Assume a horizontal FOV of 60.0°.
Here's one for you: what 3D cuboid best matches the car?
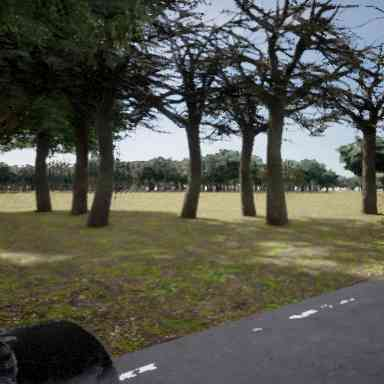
[{"bbox_3d":[-2.691,1.479,1.155,5.008,1.535,1.882,0,0,-35],"label":"car"}]
